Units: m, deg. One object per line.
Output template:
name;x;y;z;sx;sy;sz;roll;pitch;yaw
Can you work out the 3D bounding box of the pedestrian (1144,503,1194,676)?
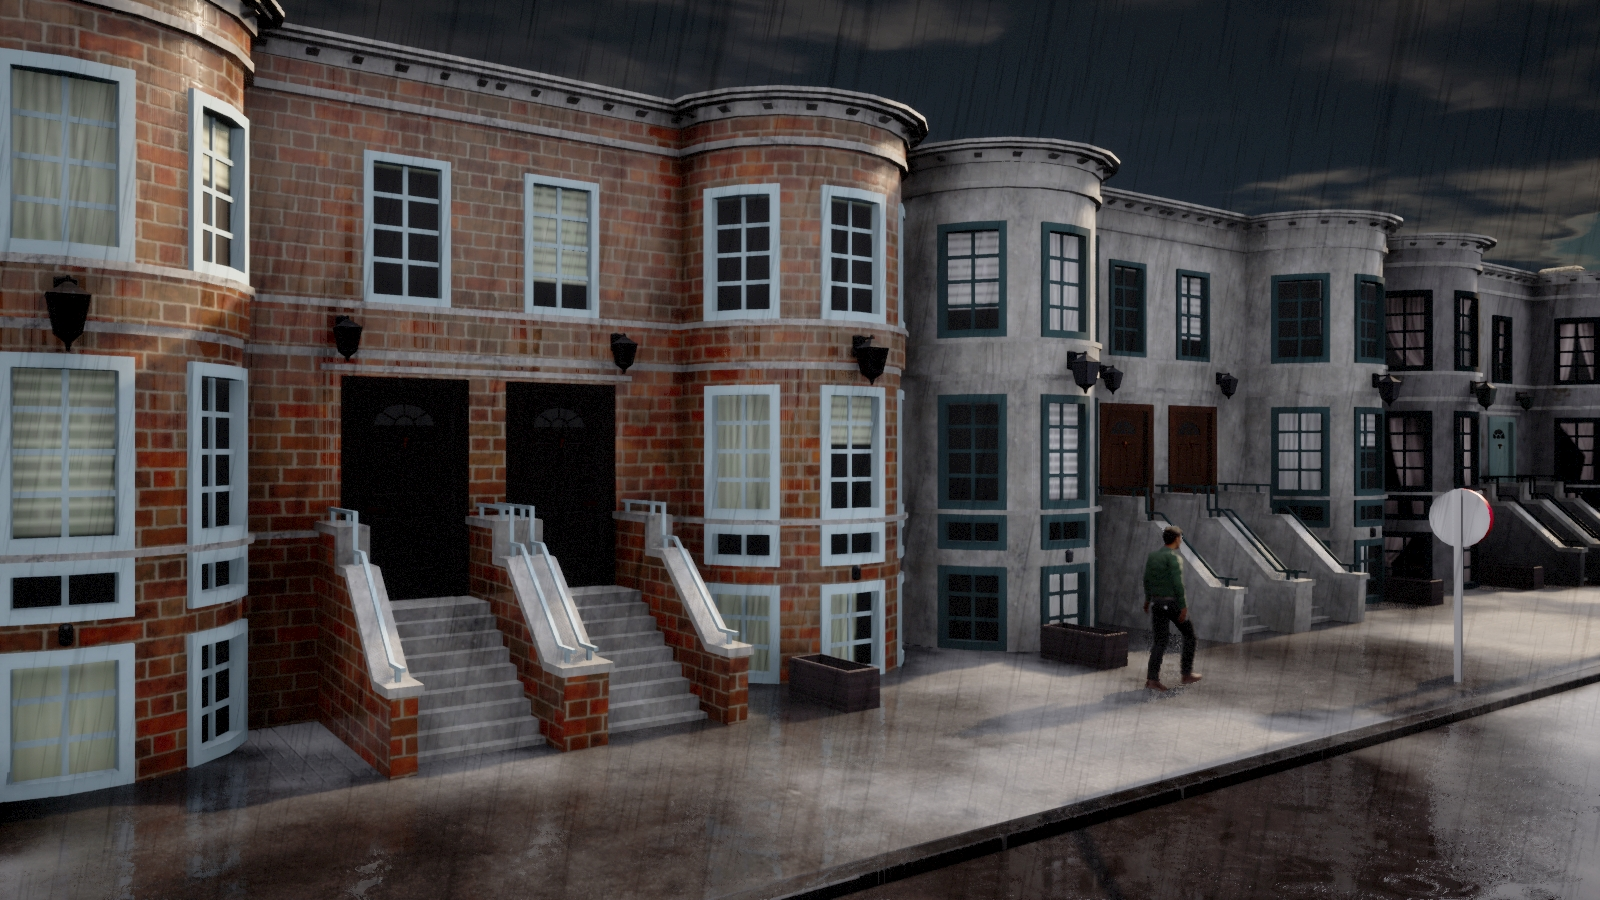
pedestrian;4.092;1.524;12.671;0.375;1.860;0.375;0;0;-27
